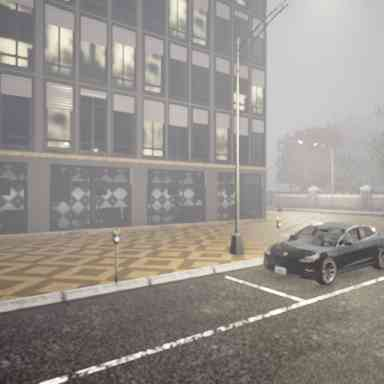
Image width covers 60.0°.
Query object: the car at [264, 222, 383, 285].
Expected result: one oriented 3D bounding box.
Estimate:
[{"bbox_3d":[3.957,1.557,9.465,4.313,1.339,1.947,0,0,-35],"label":"car"}]
